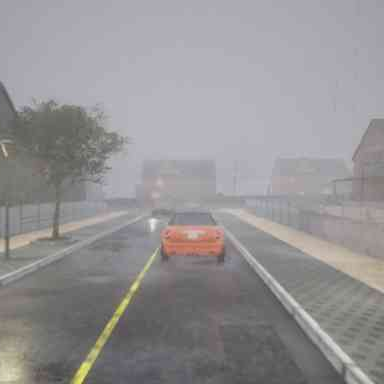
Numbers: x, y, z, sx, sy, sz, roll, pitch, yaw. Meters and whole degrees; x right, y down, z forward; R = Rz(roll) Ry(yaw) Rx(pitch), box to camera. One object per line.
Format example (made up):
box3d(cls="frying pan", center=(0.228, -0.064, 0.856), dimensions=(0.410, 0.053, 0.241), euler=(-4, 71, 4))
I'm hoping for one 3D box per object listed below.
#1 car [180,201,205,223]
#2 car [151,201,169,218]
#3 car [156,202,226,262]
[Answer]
box3d(cls="car", center=(0.047, 1.600, 27.584), dimensions=(1.882, 1.535, 5.008), euler=(0, 0, 1))
box3d(cls="car", center=(-2.795, 1.627, 32.338), dimensions=(1.882, 1.535, 5.008), euler=(0, -1, 1))
box3d(cls="car", center=(0.046, 1.399, 12.488), dimensions=(2.097, 1.767, 4.553), euler=(0, 0, 1))
